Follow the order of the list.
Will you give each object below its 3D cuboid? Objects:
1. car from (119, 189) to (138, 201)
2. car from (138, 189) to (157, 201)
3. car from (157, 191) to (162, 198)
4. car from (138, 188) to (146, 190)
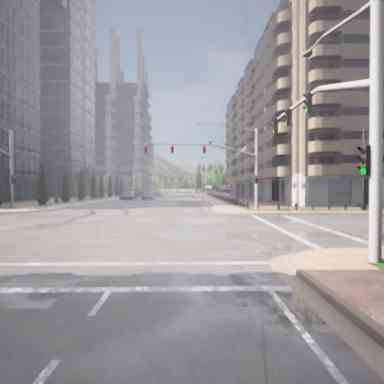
[{"bbox_3d":[-10.985,0.596,56.382,2.097,1.767,4.553,0,1,0],"label":"car"},{"bbox_3d":[-7.484,0.747,56.310,1.837,1.490,4.892,0,1,0],"label":"car"},{"bbox_3d":[-7.542,0.535,72.781,2.033,1.411,5.357,0,1,0],"label":"car"},{"bbox_3d":[-11.041,0.223,72.725,2.150,2.045,5.566,0,1,0],"label":"car"}]
